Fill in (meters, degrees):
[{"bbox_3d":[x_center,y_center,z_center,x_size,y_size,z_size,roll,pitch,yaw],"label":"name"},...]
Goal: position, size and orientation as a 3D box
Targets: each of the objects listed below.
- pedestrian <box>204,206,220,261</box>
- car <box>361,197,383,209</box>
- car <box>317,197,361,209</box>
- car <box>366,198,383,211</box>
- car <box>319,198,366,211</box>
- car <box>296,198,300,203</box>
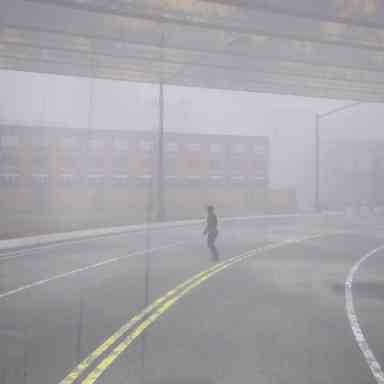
[{"bbox_3d":[0.652,1.294,10.752,0.375,1.860,0.375,0,0,29],"label":"pedestrian"},{"bbox_3d":[21.400,1.295,39.219,1.853,1.218,4.536,0,0,15],"label":"car"},{"bbox_3d":[17.837,1.295,40.464,1.853,1.218,4.536,0,0,-45],"label":"car"},{"bbox_3d":[21.386,1.452,39.169,2.038,1.542,4.974,0,0,15],"label":"car"},{"bbox_3d":[17.874,1.452,40.427,2.038,1.542,4.974,0,0,-45],"label":"car"},{"bbox_3d":[16.841,1.452,60.504,4.974,1.542,2.038,0,0,40],"label":"car"}]
